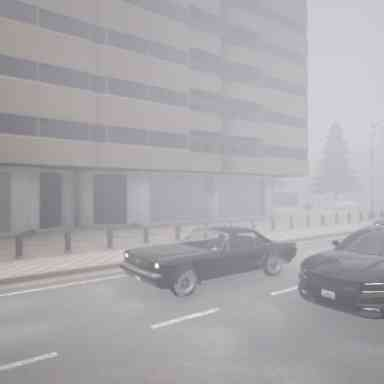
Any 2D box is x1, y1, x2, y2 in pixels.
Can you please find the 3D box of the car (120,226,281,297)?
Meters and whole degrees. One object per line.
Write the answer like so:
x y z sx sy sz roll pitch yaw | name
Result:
0.581 1.611 8.746 4.718 1.301 1.895 0 0 -36 | car

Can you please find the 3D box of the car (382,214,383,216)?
10.531 1.468 15.945 4.902 1.511 2.128 0 0 -36 | car

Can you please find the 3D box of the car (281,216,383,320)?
4.349 1.469 7.152 5.008 1.535 1.882 0 0 -36 | car
